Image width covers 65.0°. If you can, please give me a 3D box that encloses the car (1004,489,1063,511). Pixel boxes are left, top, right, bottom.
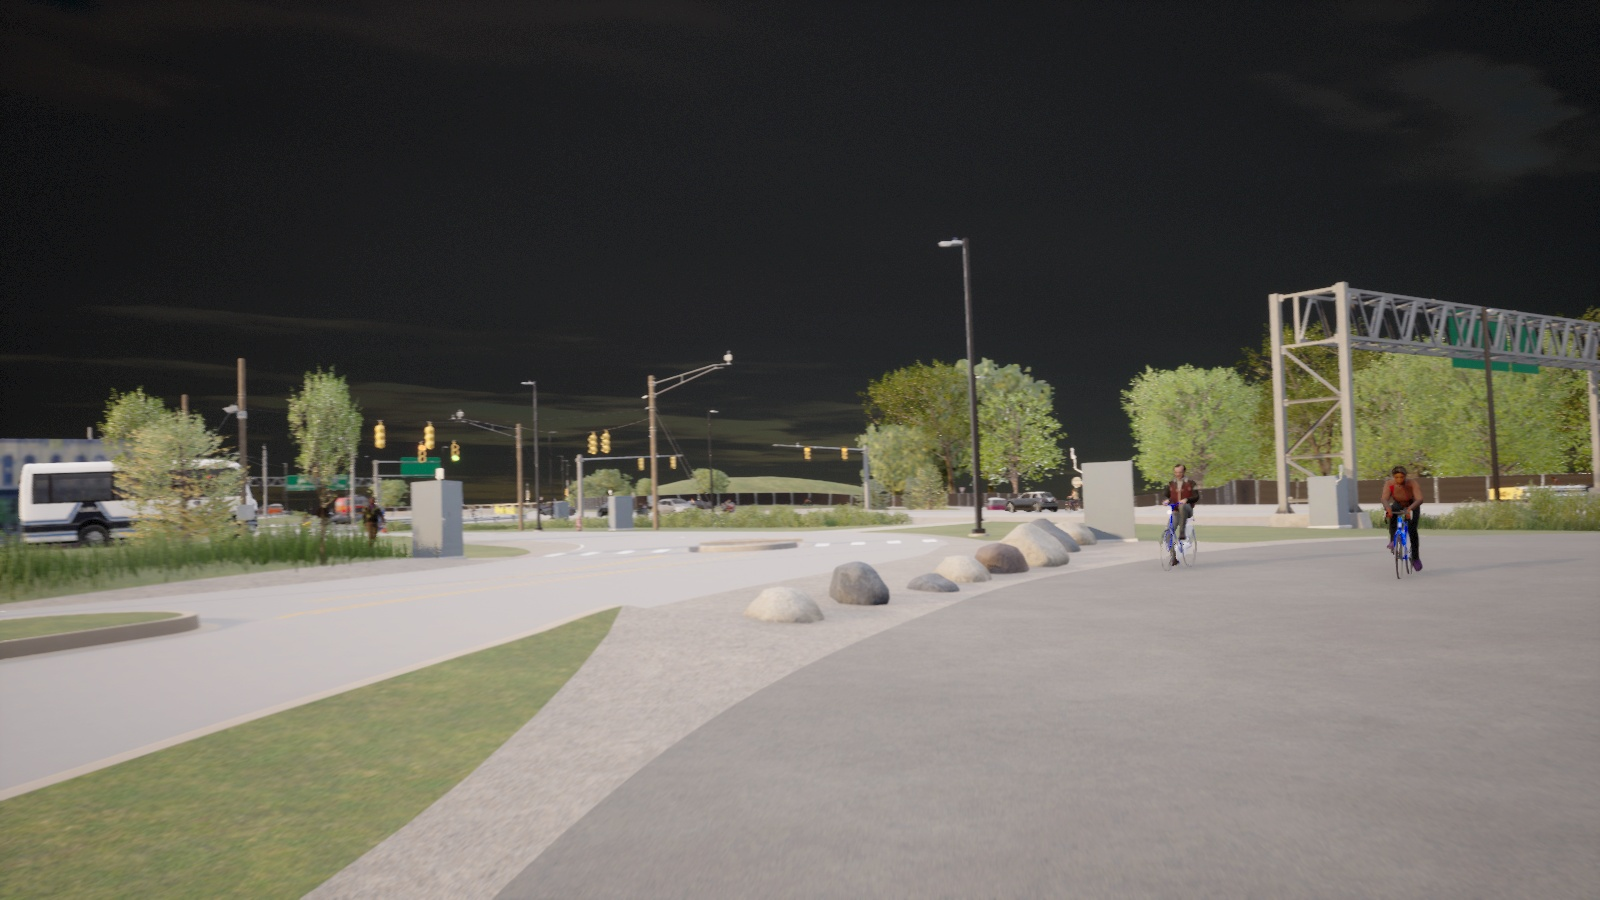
[{"bbox_3d":[16.738,3.589,90.250,1.970,1.475,3.806,0,-3,-35],"label":"car"}]

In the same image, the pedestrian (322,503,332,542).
[{"bbox_3d":[-22.625,3.462,60.062,0.431,1.840,0.703,-1,-4,-21],"label":"pedestrian"}]

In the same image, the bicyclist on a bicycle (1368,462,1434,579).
[{"bbox_3d":[8.776,0.992,18.315,0.582,1.620,1.656,-3,-2,33],"label":"bicyclist on a bicycle"}]

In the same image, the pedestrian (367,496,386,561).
[{"bbox_3d":[-12.939,2.405,38.371,0.395,1.930,0.692,-1,-4,-30],"label":"pedestrian"}]

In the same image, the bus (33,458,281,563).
[{"bbox_3d":[-31.004,2.877,60.881,10.273,4.253,3.944,-2,-5,-29],"label":"bus"}]

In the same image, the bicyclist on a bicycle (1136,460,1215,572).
[{"bbox_3d":[6.256,1.067,20.883,0.659,1.776,1.843,-3,-2,35],"label":"bicyclist on a bicycle"}]
